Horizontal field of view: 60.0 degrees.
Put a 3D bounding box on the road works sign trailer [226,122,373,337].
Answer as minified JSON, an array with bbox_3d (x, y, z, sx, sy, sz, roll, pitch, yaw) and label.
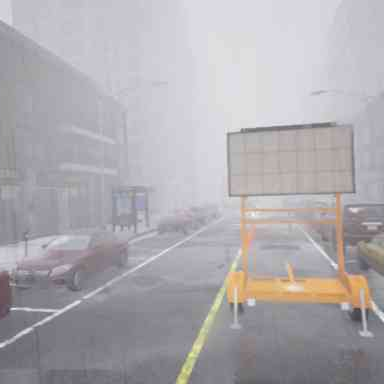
[{"bbox_3d":[1.966,0.467,6.729,2.380,3.560,2.880,-2,-1,13],"label":"road works sign trailer"}]

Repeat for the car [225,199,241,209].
[{"bbox_3d":[6.529,1.839,52.647,1.947,1.339,4.313,-2,-1,13],"label":"car"}]

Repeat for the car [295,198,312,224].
[{"bbox_3d":[8.776,1.394,23.840,1.967,1.590,4.097,-2,-1,13],"label":"car"}]

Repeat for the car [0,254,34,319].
[{"bbox_3d":[-4.391,1.711,4.136,1.887,1.381,4.507,-2,-1,13],"label":"car"}]

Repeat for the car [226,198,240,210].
[{"bbox_3d":[5.317,1.843,47.257,1.802,1.307,4.206,-2,-1,13],"label":"car"}]

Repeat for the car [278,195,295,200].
[{"bbox_3d":[14.838,1.328,50.785,2.192,1.841,5.009,-2,-1,13],"label":"car"}]

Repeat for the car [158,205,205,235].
[{"bbox_3d":[-0.751,1.747,20.306,1.887,1.381,4.507,-2,-1,13],"label":"car"}]

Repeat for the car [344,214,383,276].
[{"bbox_3d":[5.177,1.444,7.839,1.752,1.417,4.829,-2,-1,13],"label":"car"}]

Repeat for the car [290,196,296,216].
[{"bbox_3d":[9.989,1.406,29.229,1.967,1.590,4.097,-2,-1,13],"label":"car"}]

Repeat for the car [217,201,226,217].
[{"bbox_3d":[1.676,1.792,31.086,1.947,1.339,4.313,-2,-1,13],"label":"car"}]

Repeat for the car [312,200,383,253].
[{"bbox_3d":[6.347,1.245,13.064,2.192,1.841,5.009,-2,-1,13],"label":"car"}]

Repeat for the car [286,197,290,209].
[{"bbox_3d":[11.206,1.528,34.617,2.008,1.369,4.403,-2,-1,13],"label":"car"}]

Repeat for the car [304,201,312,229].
[{"bbox_3d":[7.603,1.468,18.617,1.752,1.417,4.829,-2,-1,13],"label":"car"}]

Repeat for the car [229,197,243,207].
[{"bbox_3d":[7.739,1.725,58.039,1.967,1.590,4.097,-2,-1,13],"label":"car"}]

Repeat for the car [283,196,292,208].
[{"bbox_3d":[12.418,1.540,40.005,2.008,1.369,4.403,-2,-1,13],"label":"car"}]

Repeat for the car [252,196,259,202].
[{"bbox_3d":[12.463,1.620,66.890,1.882,1.535,5.008,-2,-1,13],"label":"car"}]

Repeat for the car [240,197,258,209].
[{"bbox_3d":[7.987,1.785,47.385,1.895,1.301,4.718,-2,-1,13],"label":"car"}]

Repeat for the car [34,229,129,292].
[{"bbox_3d":[-3.177,1.761,9.526,1.802,1.307,4.206,-2,-1,13],"label":"car"}]

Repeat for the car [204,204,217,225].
[{"bbox_3d":[0.463,1.780,25.696,1.947,1.339,4.313,-2,-1,13],"label":"car"}]

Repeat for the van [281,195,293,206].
[{"bbox_3d":[16.052,1.366,56.174,1.690,1.788,3.998,-2,-1,13],"label":"van"}]

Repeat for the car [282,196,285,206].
[{"bbox_3d":[13.632,1.567,45.394,1.947,1.339,4.313,-2,-1,13],"label":"car"}]
